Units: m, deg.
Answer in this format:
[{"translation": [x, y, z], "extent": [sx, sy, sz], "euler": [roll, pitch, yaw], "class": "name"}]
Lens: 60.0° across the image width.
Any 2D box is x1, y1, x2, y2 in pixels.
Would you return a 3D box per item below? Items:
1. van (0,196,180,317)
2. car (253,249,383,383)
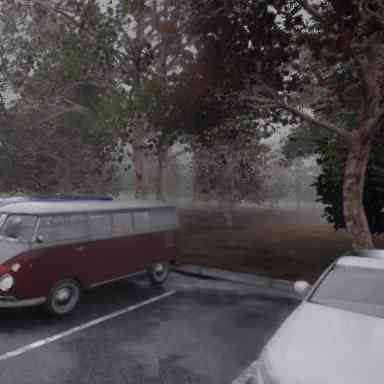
[{"translation": [-2.201, 1.185, 7.199], "extent": [1.878, 1.987, 4.442], "euler": [1, 0, 36], "class": "van"}, {"translation": [2.394, 1.517, 4.057], "extent": [2.002, 1.452, 4.674], "euler": [1, 0, 36], "class": "car"}]
